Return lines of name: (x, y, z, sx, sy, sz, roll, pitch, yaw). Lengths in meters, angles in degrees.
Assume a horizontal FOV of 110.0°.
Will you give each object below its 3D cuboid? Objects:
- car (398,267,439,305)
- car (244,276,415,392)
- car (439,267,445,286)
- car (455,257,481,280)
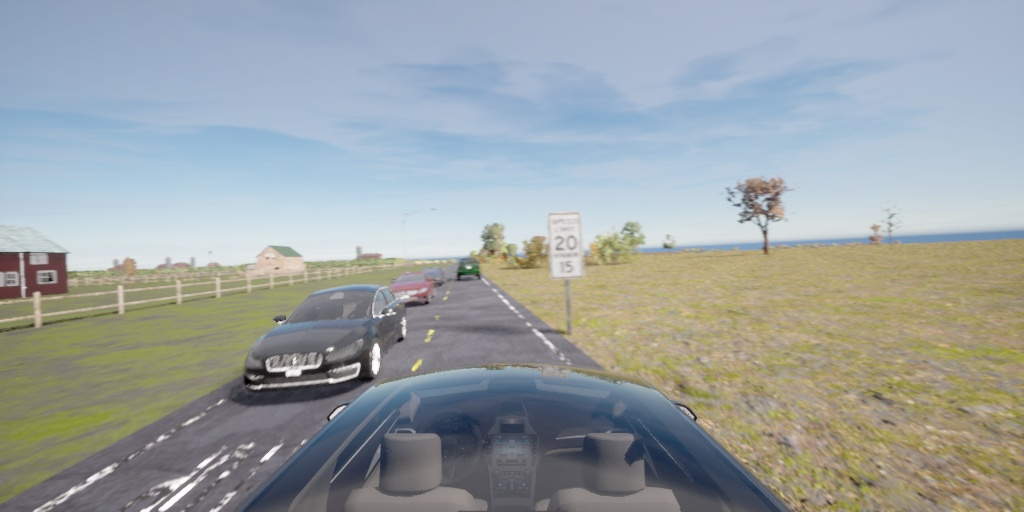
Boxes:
car: (-4.785, 1.497, 17.410, 1.812, 1.442, 4.674, -3, 0, -8)
car: (-3.417, 1.416, 7.480, 1.837, 1.490, 4.892, -3, 0, -8)
car: (-6.230, 1.584, 27.916, 2.033, 1.411, 5.357, -3, 0, -7)
car: (-4.189, 1.154, 34.405, 2.150, 2.045, 5.566, -3, 0, -8)
